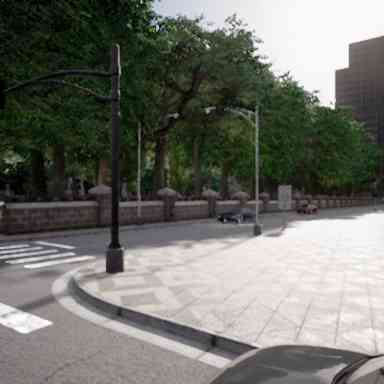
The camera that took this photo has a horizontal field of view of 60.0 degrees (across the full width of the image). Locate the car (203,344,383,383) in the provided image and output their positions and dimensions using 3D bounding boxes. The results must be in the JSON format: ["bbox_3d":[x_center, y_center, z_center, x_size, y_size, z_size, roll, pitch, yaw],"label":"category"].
[{"bbox_3d":[1.923,1.553,1.594,4.403,1.369,2.008,0,0,36],"label":"car"}]

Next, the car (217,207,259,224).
[{"bbox_3d":[4.357,2.108,30.573,2.033,1.411,5.357,0,-1,35],"label":"car"}]

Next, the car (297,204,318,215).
[{"bbox_3d":[16.571,2.486,47.694,1.882,1.535,5.008,0,-1,35],"label":"car"}]
